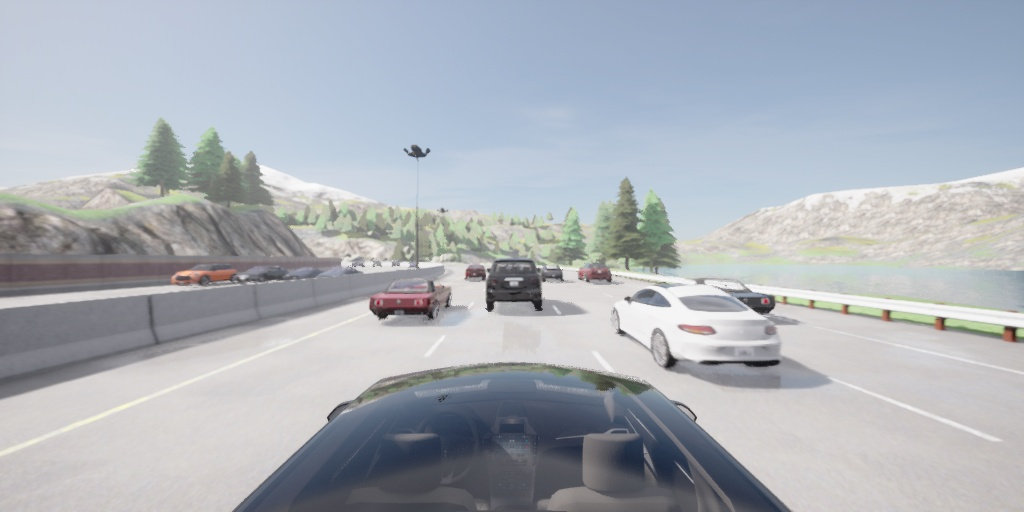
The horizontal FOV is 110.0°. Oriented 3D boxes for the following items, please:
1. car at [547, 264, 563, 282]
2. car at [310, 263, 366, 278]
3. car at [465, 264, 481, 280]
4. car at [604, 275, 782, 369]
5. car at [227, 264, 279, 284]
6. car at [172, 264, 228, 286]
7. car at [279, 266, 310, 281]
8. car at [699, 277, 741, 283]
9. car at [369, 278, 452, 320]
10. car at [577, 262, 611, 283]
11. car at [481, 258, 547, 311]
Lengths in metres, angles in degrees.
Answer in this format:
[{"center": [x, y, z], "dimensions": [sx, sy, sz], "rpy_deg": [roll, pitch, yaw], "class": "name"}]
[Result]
[{"center": [3.507, 1.502, 32.854], "dimensions": [2.128, 1.511, 4.902], "rpy_deg": [0, 0, -1], "class": "car"}, {"center": [-14.174, 1.590, 29.914], "dimensions": [2.033, 1.411, 5.357], "rpy_deg": [0, -1, 0], "class": "car"}, {"center": [-3.547, 1.535, 35.712], "dimensions": [1.882, 1.535, 5.008], "rpy_deg": [0, 0, -2], "class": "car"}, {"center": [3.573, 1.317, 7.804], "dimensions": [1.812, 1.442, 4.674], "rpy_deg": [0, 0, 0], "class": "car"}, {"center": [-21.202, 1.564, 30.721], "dimensions": [2.128, 1.511, 4.902], "rpy_deg": [0, -1, -1], "class": "car"}, {"center": [-24.689, 1.420, 29.040], "dimensions": [2.097, 1.767, 4.553], "rpy_deg": [0, 0, -1], "class": "car"}, {"center": [-17.710, 1.628, 31.106], "dimensions": [1.994, 1.385, 4.181], "rpy_deg": [0, -1, -1], "class": "car"}, {"center": [7.075, 1.427, 13.149], "dimensions": [1.895, 1.301, 4.718], "rpy_deg": [0, 0, 0], "class": "car"}, {"center": [-3.425, 1.461, 13.124], "dimensions": [1.895, 1.301, 4.718], "rpy_deg": [0, 0, 0], "class": "car"}, {"center": [7.019, 1.333, 30.955], "dimensions": [2.097, 1.767, 4.553], "rpy_deg": [0, -1, 0], "class": "car"}, {"center": [0.071, 1.092, 15.416], "dimensions": [2.150, 2.045, 5.566], "rpy_deg": [0, 0, 0], "class": "car"}]
